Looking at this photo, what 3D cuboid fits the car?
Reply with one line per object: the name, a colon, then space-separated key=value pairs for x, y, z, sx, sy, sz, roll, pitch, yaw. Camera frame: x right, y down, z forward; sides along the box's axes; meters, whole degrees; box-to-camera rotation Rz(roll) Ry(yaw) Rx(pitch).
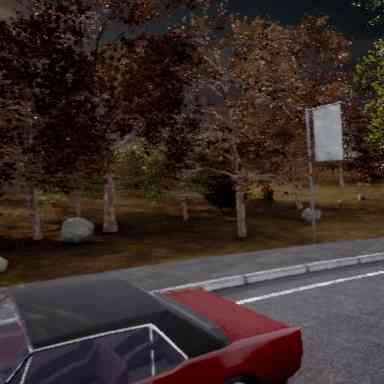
car: x=-1.299 y=1.573 z=2.786 sx=4.718 sy=1.301 sz=1.895 roll=0 pitch=1 yaw=-34
